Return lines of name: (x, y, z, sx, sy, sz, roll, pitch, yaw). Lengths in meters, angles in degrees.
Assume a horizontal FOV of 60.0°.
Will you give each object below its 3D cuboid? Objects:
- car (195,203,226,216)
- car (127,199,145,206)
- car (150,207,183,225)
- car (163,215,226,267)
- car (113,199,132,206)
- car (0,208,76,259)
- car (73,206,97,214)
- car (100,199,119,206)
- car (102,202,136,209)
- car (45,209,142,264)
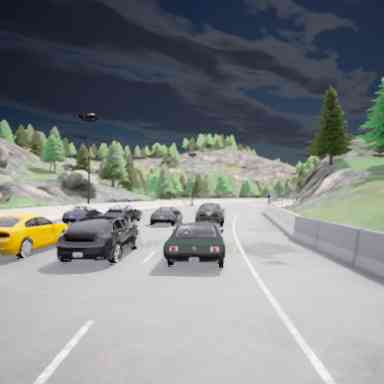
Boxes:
car: (1.510, 1.622, 25.901, 2.097, 1.767, 4.553, 0, -1, 8)
car: (-12.176, 2.257, 72.777, 1.837, 1.490, 4.892, 0, -1, 20)
car: (-1.952, 1.841, 26.415, 1.994, 1.385, 4.181, 0, -1, 8)
car: (0.211, 1.727, 11.978, 1.895, 1.301, 4.718, 0, -1, 4)
car: (-15.396, 2.271, 74.159, 1.837, 1.490, 4.892, 0, -1, 20)
car: (-6.704, 1.616, 13.294, 1.882, 1.535, 5.008, 0, 0, 4)
car: (-8.893, 1.849, 27.317, 1.994, 1.385, 4.181, 0, -1, 8)
car: (-18.615, 2.284, 75.540, 1.837, 1.490, 4.892, 0, -1, 20)
car: (-5.432, 1.773, 26.818, 2.128, 1.511, 4.902, 0, 0, 8)
car: (-3.264, 1.637, 12.388, 1.837, 1.490, 4.892, 0, 0, 4)
